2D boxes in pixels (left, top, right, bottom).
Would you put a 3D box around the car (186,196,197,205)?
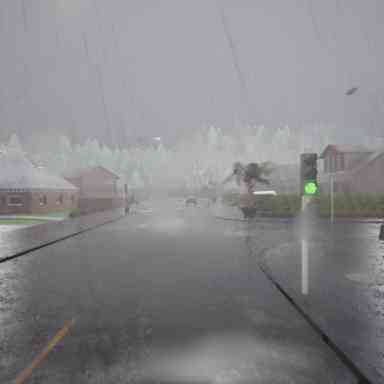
[{"bbox_3d":[-0.110,1.530,61.306,1.837,1.490,4.892,0,0,0],"label":"car"}]
